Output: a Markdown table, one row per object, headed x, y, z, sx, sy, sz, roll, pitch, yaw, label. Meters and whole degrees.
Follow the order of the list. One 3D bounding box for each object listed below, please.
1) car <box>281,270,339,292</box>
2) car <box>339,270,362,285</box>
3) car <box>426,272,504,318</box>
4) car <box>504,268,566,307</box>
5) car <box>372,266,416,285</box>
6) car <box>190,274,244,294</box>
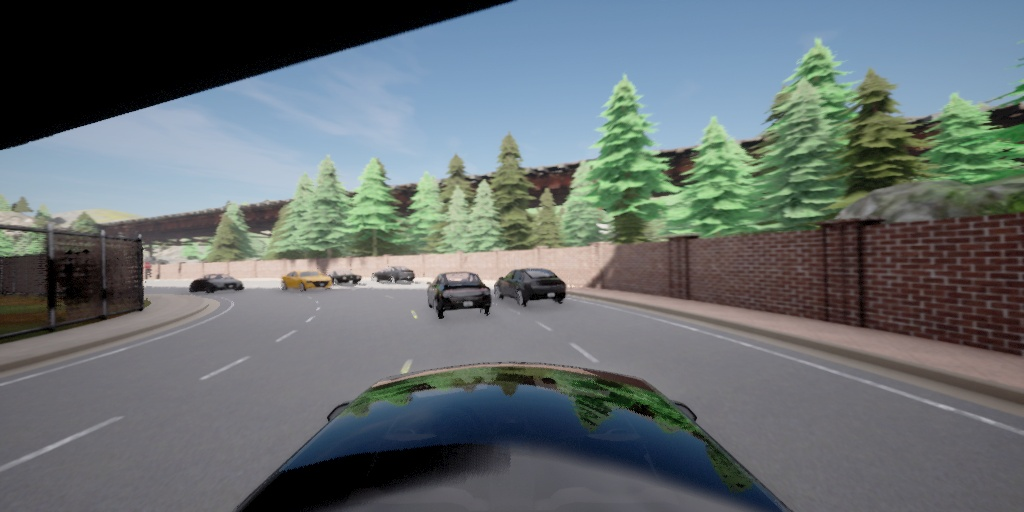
| x | y | z | sx | sy | sz | roll | pitch | yaw | label |
| --- | --- | --- | --- | --- | --- | --- | --- | --- | --- |
| -14.961 | 1.743 | 26.075 | 5.008 | 1.535 | 1.882 | -2 | -1 | 38 | car |
| -15.066 | 1.888 | 30.823 | 4.718 | 1.301 | 1.895 | -2 | 0 | 35 | car |
| -2.139 | 1.348 | 13.683 | 2.128 | 1.511 | 4.902 | -1 | 0 | -18 | car |
| 0.669 | 1.292 | 16.051 | 1.837 | 1.490 | 4.892 | -1 | -1 | -20 | car |
| -10.458 | 1.652 | 31.511 | 4.902 | 1.511 | 2.128 | -2 | 0 | 41 | car |
| -21.811 | 2.023 | 26.516 | 4.181 | 1.385 | 1.994 | -2 | 0 | 28 | car |
